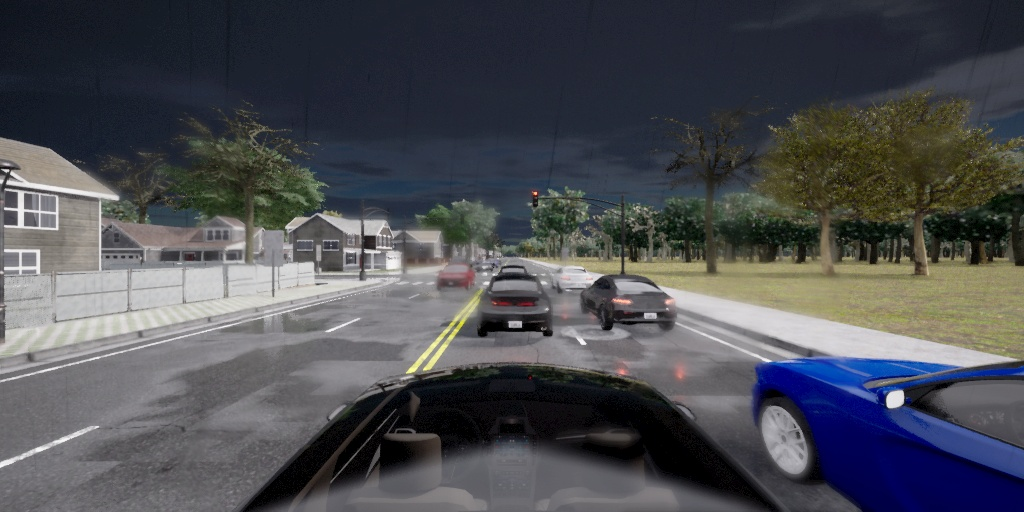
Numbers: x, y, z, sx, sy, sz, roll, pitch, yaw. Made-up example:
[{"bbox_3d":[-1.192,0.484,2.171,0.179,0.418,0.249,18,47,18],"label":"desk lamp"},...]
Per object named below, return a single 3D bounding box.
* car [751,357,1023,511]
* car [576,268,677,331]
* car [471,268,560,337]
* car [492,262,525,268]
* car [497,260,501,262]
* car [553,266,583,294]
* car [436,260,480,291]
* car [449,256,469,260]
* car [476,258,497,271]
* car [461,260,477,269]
[{"bbox_3d":[3.350,1.228,1.615,1.882,1.535,5.008,0,0,0],"label":"car"},{"bbox_3d":[3.342,1.276,10.930,1.812,1.442,4.674,0,0,0],"label":"car"},{"bbox_3d":[0.091,1.255,10.293,1.837,1.490,4.892,0,0,0],"label":"car"},{"bbox_3d":[0.074,1.255,19.709,1.837,1.490,4.892,0,0,0],"label":"car"},{"bbox_3d":[-3.277,1.086,58.117,2.097,1.767,4.553,0,0,1],"label":"car"},{"bbox_3d":[3.327,1.276,20.035,1.812,1.442,4.674,0,0,0],"label":"car"},{"bbox_3d":[-3.331,1.228,22.072,1.882,1.535,5.008,0,0,0],"label":"car"},{"bbox_3d":[-6.557,0.964,45.088,2.150,2.045,5.566,0,0,0],"label":"car"},{"bbox_3d":[-3.314,1.233,45.419,2.128,1.511,4.902,0,0,-1],"label":"car"},{"bbox_3d":[-6.537,1.334,55.251,1.895,1.301,4.718,0,0,0],"label":"car"}]
